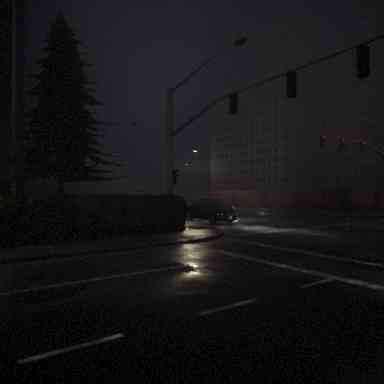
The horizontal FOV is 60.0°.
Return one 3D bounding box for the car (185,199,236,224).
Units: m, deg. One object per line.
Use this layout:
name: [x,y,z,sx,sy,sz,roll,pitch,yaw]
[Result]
car: [1.255,1.507,24.948,2.128,1.511,4.902,0,0,-35]
